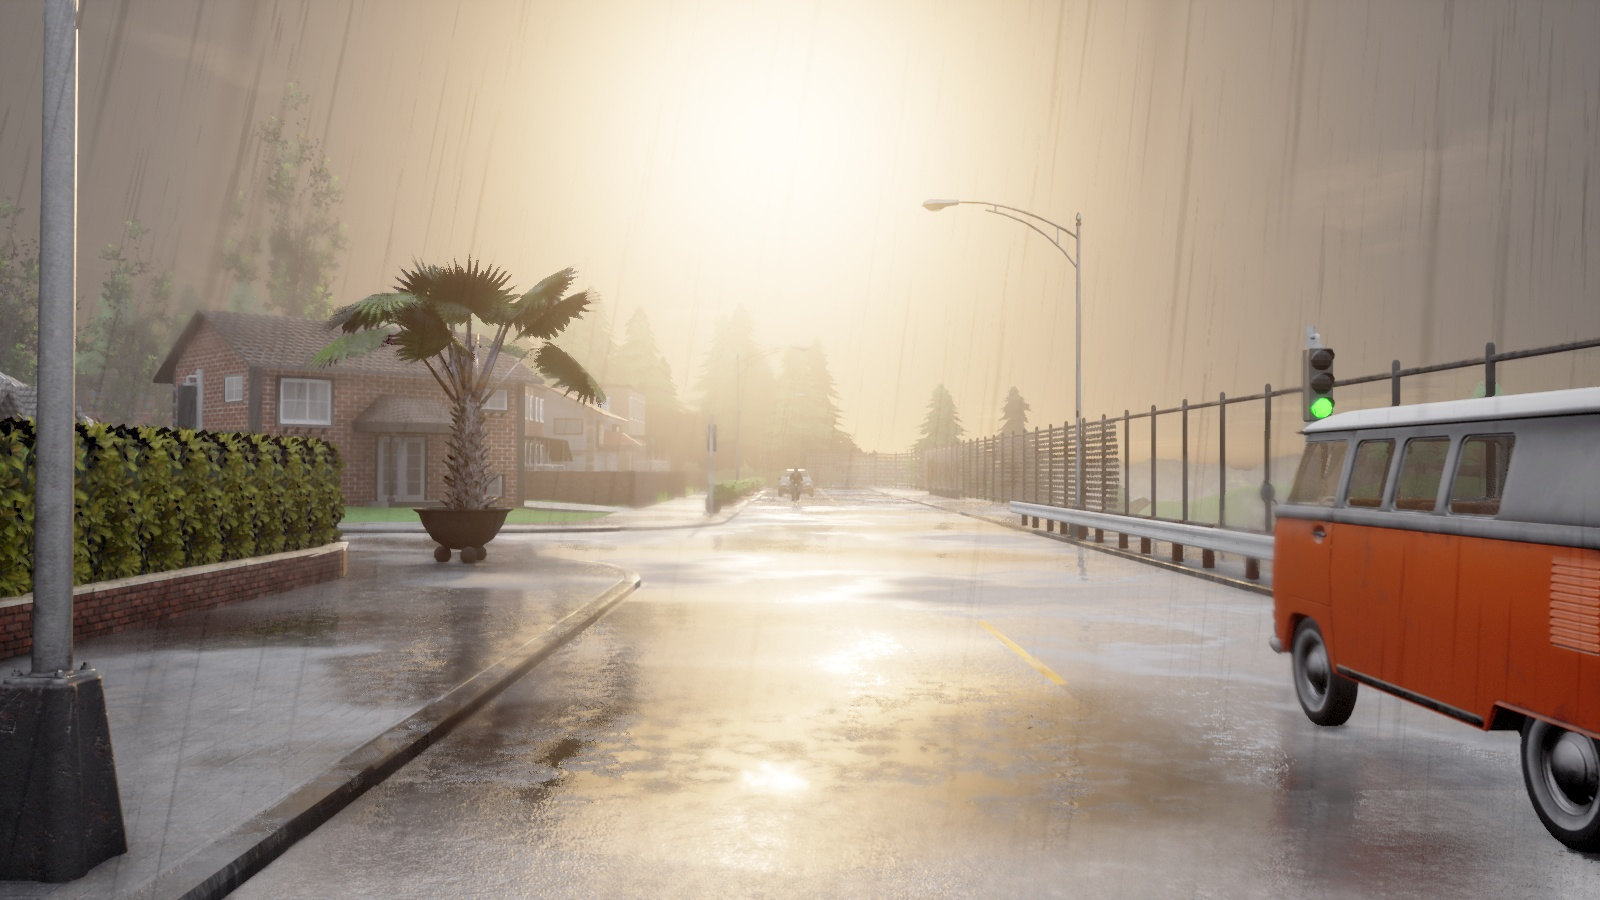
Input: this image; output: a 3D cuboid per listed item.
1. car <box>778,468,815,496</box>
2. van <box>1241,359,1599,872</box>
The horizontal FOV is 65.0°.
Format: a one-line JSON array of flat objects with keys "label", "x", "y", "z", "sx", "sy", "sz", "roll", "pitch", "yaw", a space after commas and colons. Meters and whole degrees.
[{"label": "car", "x": -0.231, "y": 1.961, "z": 77.714, "sx": 2.242, "sy": 1.667, "sz": 4.611, "roll": 0, "pitch": -1, "yaw": 0}, {"label": "van", "x": 3.981, "y": 0.663, "z": 6.558, "sx": 1.775, "sy": 1.987, "sz": 4.442, "roll": 0, "pitch": -1, "yaw": 0}]
